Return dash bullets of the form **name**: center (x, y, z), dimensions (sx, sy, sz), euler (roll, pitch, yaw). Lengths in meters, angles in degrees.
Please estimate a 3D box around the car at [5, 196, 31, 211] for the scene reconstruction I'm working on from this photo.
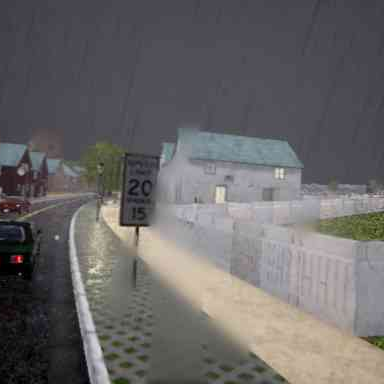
- **car**: center (-14.211, 1.022, 26.518), dimensions (1.895, 1.301, 4.718), euler (4, -1, -16)

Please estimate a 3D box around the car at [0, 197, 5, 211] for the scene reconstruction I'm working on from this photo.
- **car**: center (-10.840, 1.039, 16.248), dimensions (1.837, 1.490, 4.892), euler (4, -1, -19)

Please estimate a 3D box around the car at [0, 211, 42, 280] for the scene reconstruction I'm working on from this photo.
- **car**: center (-5.193, 1.421, 9.107), dimensions (1.895, 1.301, 4.718), euler (4, -1, -22)

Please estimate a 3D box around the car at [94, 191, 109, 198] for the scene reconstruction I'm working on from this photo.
- **car**: center (-20.769, 0.435, 75.064), dimensions (1.812, 1.442, 4.674), euler (4, 0, -5)

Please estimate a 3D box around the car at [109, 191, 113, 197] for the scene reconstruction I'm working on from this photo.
- **car**: center (-21.466, 0.376, 85.321), dimensions (1.812, 1.442, 4.674), euler (4, 0, -3)
